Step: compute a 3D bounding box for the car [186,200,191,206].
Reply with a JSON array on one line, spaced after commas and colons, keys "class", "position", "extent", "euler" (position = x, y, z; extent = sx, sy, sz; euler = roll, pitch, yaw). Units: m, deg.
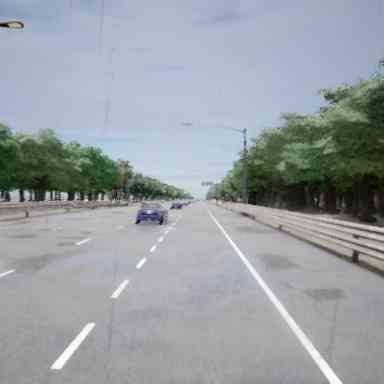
[{"class": "car", "position": [-2.004, 3.019, 87.781], "extent": [1.895, 1.301, 4.718], "euler": [1, -1, 1]}]

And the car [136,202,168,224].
[{"class": "car", "position": [-3.158, 1.585, 27.043], "extent": [2.097, 1.767, 4.553], "euler": [1, -1, 1]}]

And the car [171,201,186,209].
[{"class": "car", "position": [-2.608, 2.292, 58.592], "extent": [1.812, 1.442, 4.674], "euler": [1, -1, 1]}]
